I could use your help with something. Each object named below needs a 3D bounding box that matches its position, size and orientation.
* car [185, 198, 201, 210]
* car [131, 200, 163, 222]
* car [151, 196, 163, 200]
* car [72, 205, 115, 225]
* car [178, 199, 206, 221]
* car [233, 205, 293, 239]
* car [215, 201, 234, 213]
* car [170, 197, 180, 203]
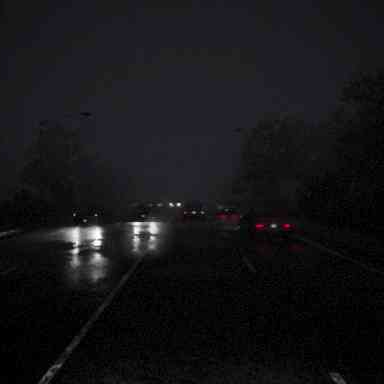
[{"bbox_3d":[0.158,1.560,43.027,1.994,1.385,4.181,0,0,0],"label":"car"},{"bbox_3d":[-3.563,1.561,26.292,1.994,1.385,4.181,0,0,0],"label":"car"},{"bbox_3d":[-6.916,1.466,65.884,1.882,1.535,5.008,0,0,0],"label":"car"},{"bbox_3d":[-7.068,1.597,24.205,1.895,1.301,4.718,0,0,0],"label":"car"},{"bbox_3d":[0.137,1.545,26.717,2.033,1.411,5.357,0,0,0],"label":"car"},{"bbox_3d":[3.621,1.547,17.187,2.033,1.411,5.357,0,0,0],"label":"car"},{"bbox_3d":[3.650,1.598,36.883,1.895,1.301,4.718,0,0,0],"label":"car"},{"bbox_3d":[-3.408,1.589,67.492,1.895,1.301,4.718,0,0,0],"label":"car"}]
